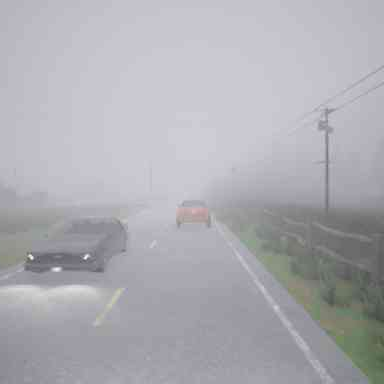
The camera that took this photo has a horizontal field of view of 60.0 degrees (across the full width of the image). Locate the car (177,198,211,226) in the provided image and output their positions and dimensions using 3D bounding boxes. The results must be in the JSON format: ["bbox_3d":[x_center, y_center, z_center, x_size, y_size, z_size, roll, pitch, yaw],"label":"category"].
[{"bbox_3d":[0.103,1.219,22.064,2.097,1.767,4.553,0,0,0],"label":"car"}]

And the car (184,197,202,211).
[{"bbox_3d":[0.130,1.336,37.884,1.994,1.385,4.181,0,0,0],"label":"car"}]

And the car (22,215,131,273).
[{"bbox_3d":[-3.269,1.483,10.714,2.033,1.411,5.357,0,0,0],"label":"car"}]
